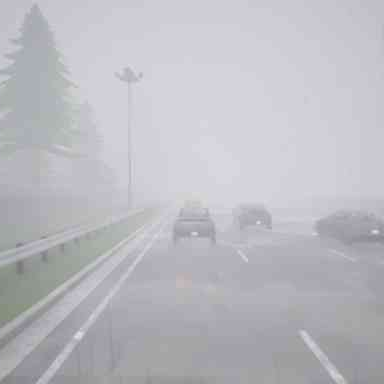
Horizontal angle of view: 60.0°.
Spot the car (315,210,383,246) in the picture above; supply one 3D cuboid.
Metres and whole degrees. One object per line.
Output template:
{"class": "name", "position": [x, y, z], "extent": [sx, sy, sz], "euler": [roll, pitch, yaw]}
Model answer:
{"class": "car", "position": [7.100, 1.497, 14.894], "extent": [1.994, 1.385, 4.181], "euler": [0, 0, 0]}

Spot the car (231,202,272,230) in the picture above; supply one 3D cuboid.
{"class": "car", "position": [3.601, 1.412, 20.487], "extent": [1.837, 1.490, 4.892], "euler": [0, 0, 0]}

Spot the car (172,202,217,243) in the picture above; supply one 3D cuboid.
{"class": "car", "position": [0.100, 1.421, 15.460], "extent": [2.128, 1.511, 4.902], "euler": [0, 0, 0]}

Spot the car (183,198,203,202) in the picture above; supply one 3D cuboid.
{"class": "car", "position": [0.099, 1.323, 34.318], "extent": [1.882, 1.535, 5.008], "euler": [0, 0, 0]}
